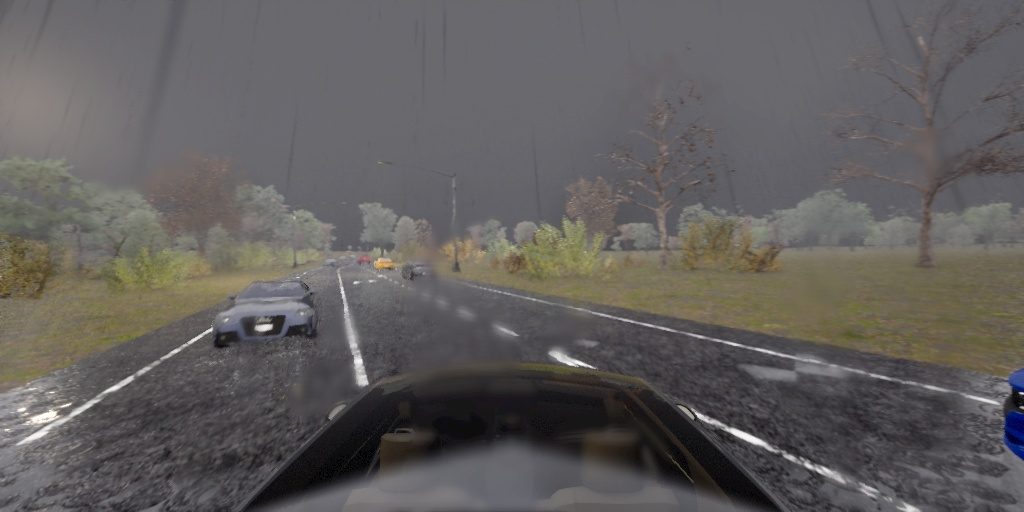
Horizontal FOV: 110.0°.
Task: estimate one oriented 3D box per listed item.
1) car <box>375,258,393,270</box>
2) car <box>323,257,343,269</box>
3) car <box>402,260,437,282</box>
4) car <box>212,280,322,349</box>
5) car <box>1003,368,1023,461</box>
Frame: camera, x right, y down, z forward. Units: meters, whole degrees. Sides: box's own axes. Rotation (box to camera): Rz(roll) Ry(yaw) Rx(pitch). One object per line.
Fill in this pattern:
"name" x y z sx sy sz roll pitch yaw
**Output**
"car" -16.561 1.006 46.269 1.882 1.535 5.008 -2 1 -26
"car" -28.418 1.178 56.403 2.033 1.411 5.357 -1 1 -20
"car" -7.012 1.070 26.937 2.128 1.511 4.902 -2 1 -26
"car" -6.191 1.345 9.477 1.994 1.385 4.181 -2 1 -26
"car" 5.729 1.116 1.106 1.882 1.535 5.008 -2 1 -26
